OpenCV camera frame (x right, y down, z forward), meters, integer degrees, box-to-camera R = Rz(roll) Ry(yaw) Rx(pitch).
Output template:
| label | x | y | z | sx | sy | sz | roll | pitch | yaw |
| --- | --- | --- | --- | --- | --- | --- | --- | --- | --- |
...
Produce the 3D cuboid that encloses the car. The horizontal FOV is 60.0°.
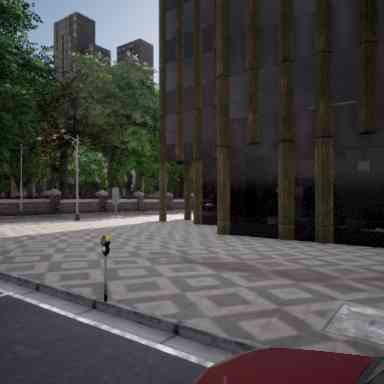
| label | x | y | z | sx | sy | sz | roll | pitch | yaw |
| --- | --- | --- | --- | --- | --- | --- | --- | --- | --- |
| car | 1.794 | 1.582 | 1.685 | 4.206 | 1.307 | 1.802 | 0 | 0 | 36 |
